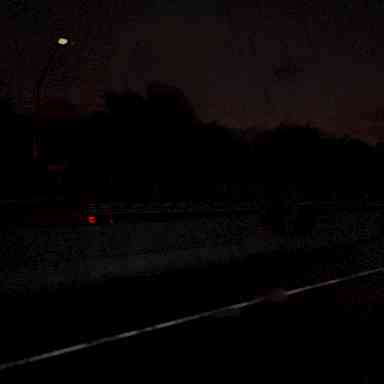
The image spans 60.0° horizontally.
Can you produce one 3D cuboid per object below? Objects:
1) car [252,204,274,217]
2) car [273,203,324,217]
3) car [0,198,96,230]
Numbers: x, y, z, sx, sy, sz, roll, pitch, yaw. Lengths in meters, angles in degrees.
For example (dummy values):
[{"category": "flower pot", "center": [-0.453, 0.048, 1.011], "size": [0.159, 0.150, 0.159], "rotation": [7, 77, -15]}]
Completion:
[{"category": "car", "center": [8.140, 1.786, 31.271], "size": [5.357, 1.411, 2.033], "rotation": [1, 0, -35]}, {"category": "car", "center": [9.127, 1.789, 27.675], "size": [4.181, 1.385, 1.994], "rotation": [1, 0, -35]}, {"category": "car", "center": [-6.383, 1.237, 12.336], "size": [5.566, 2.045, 2.150], "rotation": [1, 0, -35]}]
